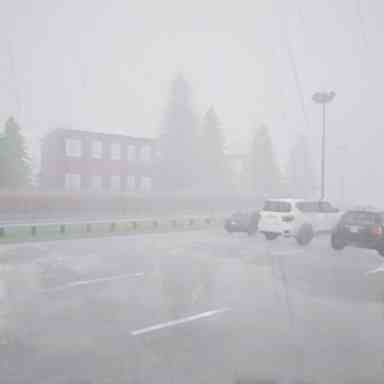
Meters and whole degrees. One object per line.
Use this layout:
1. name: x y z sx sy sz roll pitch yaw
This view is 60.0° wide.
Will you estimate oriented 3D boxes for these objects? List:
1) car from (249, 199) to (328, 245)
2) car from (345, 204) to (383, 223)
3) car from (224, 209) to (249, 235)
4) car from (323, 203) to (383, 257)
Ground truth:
1. car: 5.722 1.353 16.533 5.566 2.045 2.150 0 0 -36
2. car: 15.184 1.845 29.014 4.181 1.385 1.994 1 0 -44
3. car: 3.920 1.704 19.548 4.181 1.385 1.994 1 0 -36
4. car: 7.808 1.487 13.723 4.553 1.767 2.097 1 -1 -35
